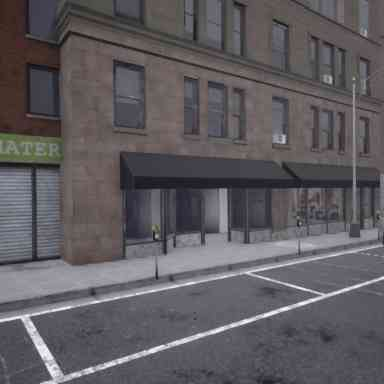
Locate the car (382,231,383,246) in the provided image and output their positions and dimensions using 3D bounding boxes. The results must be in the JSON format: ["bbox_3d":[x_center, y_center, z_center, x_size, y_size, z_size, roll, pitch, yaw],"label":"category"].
[{"bbox_3d":[9.266,1.540,13.185,4.507,1.381,1.887,0,-1,-36],"label":"car"}]
